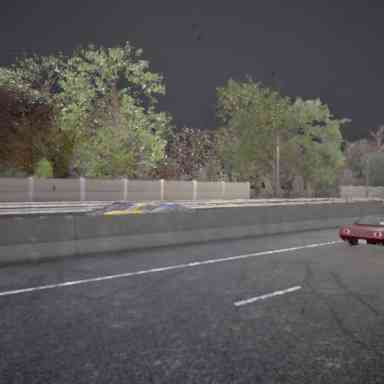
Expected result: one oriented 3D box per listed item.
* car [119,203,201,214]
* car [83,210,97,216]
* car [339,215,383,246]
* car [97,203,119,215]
[{"bbox_3d":[-1.521,1.519,19.981,5.008,1.535,1.882,0,0,-36],"label":"car"},{"bbox_3d":[-5.587,1.577,25.680,5.357,1.411,2.033,0,0,-36],"label":"car"},{"bbox_3d":[8.305,1.602,13.966,4.718,1.301,1.895,0,0,-36],"label":"car"},{"bbox_3d":[-3.554,1.522,22.831,5.008,1.535,1.882,0,0,-36],"label":"car"}]
